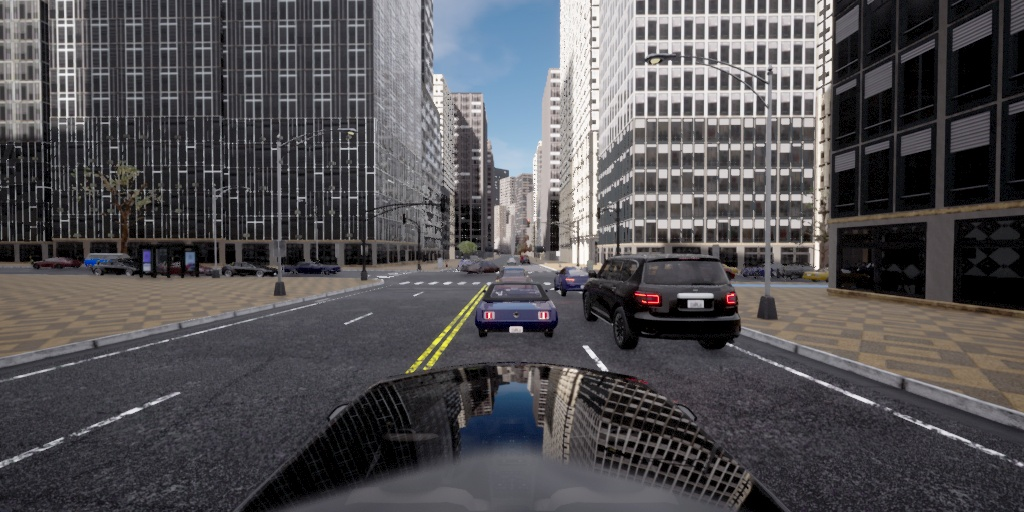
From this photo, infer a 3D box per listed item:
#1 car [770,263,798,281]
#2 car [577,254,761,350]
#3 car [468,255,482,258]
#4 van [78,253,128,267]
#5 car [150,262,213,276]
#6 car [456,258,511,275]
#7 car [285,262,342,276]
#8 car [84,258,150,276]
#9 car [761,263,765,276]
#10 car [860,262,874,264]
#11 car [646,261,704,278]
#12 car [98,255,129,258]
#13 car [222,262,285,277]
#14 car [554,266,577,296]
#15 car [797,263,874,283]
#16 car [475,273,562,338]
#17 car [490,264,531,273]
[{"bbox_3d":[26.705,1.529,33.089,4.674,1.442,1.812,0,1,1],"label":"car"},{"bbox_3d":[3.345,0.968,9.232,2.150,2.045,5.566,0,0,0],"label":"car"},{"bbox_3d":[-6.623,0.922,61.183,2.150,2.045,5.566,0,0,0],"label":"car"},{"bbox_3d":[-45.319,0.603,40.124,3.998,1.789,1.690,0,0,1],"label":"van"},{"bbox_3d":[-28.440,1.137,31.305,4.207,1.307,1.802,0,0,1],"label":"car"},{"bbox_3d":[-2.967,1.218,37.871,2.033,1.411,5.357,2,1,45],"label":"car"},{"bbox_3d":[-18.720,1.200,33.806,4.718,1.301,1.895,1,1,1],"label":"car"},{"bbox_3d":[-34.121,1.068,31.473,4.313,1.339,1.948,0,0,1],"label":"car"},{"bbox_3d":[25.805,1.469,36.305,4.674,1.442,1.812,1,1,1],"label":"car"},{"bbox_3d":[35.906,1.383,36.123,4.553,1.767,2.097,0,1,1],"label":"car"},{"bbox_3d":[16.492,1.339,36.454,5.008,1.535,1.882,1,1,1],"label":"car"},{"bbox_3d":[-35.785,0.950,34.140,4.892,1.490,1.837,0,1,1],"label":"car"},{"bbox_3d":[-22.756,1.172,31.176,4.313,1.339,1.948,0,0,1],"label":"car"},{"bbox_3d":[3.336,1.266,18.924,1.812,1.442,4.674,0,0,0],"label":"car"},{"bbox_3d":[27.618,1.577,30.494,4.829,1.417,1.751,0,0,1],"label":"car"},{"bbox_3d":[0.095,1.347,10.194,1.895,1.301,4.718,0,0,0],"label":"car"},{"bbox_3d":[0.088,1.304,18.931,1.994,1.385,4.181,0,0,0],"label":"car"}]
